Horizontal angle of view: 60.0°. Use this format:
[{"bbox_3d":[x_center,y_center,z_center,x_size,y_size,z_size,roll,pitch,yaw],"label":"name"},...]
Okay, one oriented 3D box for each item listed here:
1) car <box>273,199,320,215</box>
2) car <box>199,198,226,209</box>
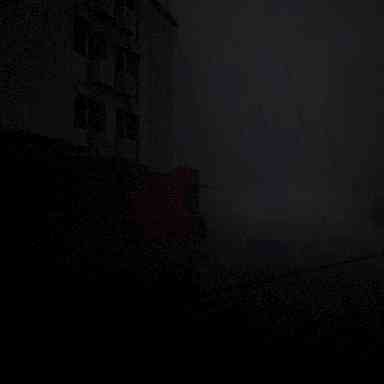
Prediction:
[{"bbox_3d":[10.655,1.477,34.296,1.882,1.535,5.008,0,0,-36],"label":"car"},{"bbox_3d":[2.379,1.547,45.893,2.033,1.411,5.357,0,0,-35],"label":"car"}]
